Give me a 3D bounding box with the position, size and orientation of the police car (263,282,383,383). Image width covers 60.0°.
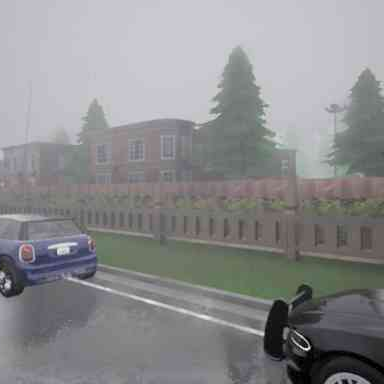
[{"bbox_3d":[3.192,1.426,2.760,5.238,1.638,1.930,0,0,38],"label":"police car"}]

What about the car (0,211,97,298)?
[{"bbox_3d":[-4.580,1.348,8.828,4.553,1.767,2.097,0,0,38],"label":"car"}]
